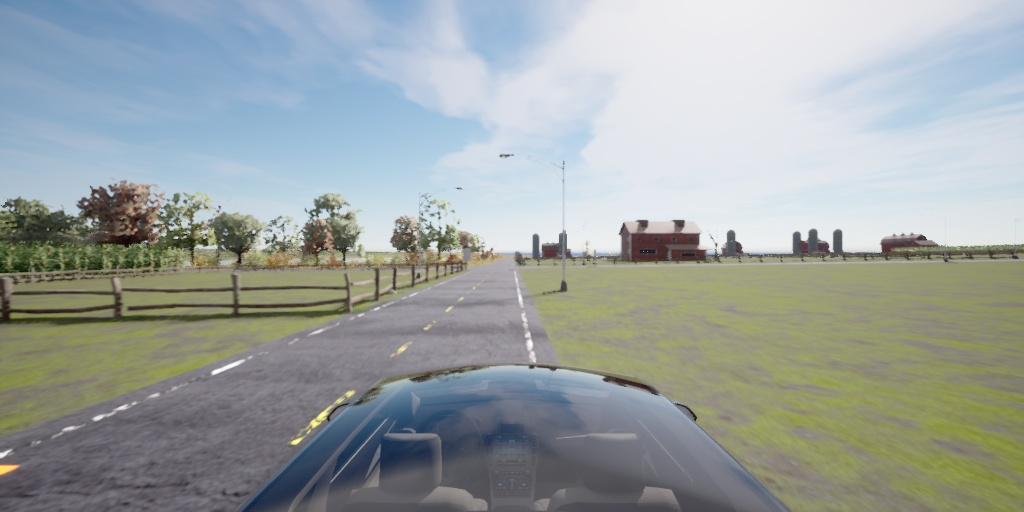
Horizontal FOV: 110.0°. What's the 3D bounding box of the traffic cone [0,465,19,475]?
[{"bbox_3d":[-4.826,1.705,3.224,0.340,0.580,0.340,0,0,0],"label":"traffic cone"}]
